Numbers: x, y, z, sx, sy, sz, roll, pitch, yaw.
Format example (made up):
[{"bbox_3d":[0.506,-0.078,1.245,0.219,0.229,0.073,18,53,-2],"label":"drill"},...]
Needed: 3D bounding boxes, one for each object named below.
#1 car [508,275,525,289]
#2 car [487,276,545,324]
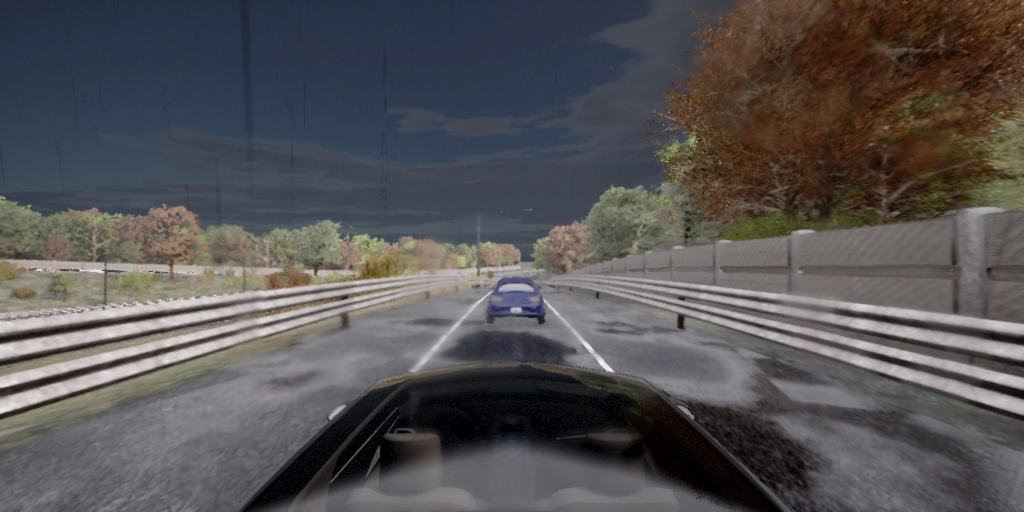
[{"bbox_3d":[0.580,3.010,41.335,1.882,1.535,5.008,0,-4,2],"label":"car"},{"bbox_3d":[0.132,1.486,12.811,1.812,1.442,4.674,0,-2,0],"label":"car"}]
